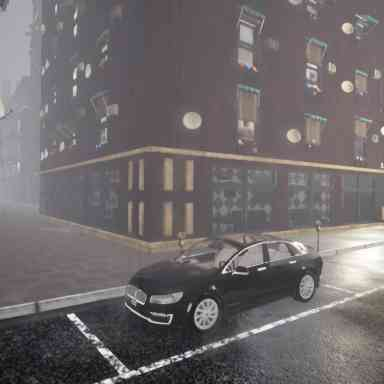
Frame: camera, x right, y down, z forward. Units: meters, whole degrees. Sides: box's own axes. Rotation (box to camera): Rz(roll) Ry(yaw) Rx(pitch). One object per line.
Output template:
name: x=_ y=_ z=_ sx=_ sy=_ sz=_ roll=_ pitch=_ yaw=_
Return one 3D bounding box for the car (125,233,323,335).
car: x=0.840 y=1.552 z=6.650 sx=4.403 sy=1.369 sz=2.008 roll=0 pitch=1 yaw=-36
